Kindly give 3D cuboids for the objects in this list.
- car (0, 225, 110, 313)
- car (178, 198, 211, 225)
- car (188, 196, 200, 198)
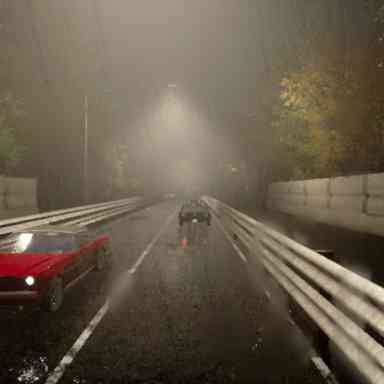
[{"bbox_3d":[-3.332,1.484,7.516,1.895,1.301,4.718,0,1,0],"label":"car"},{"bbox_3d":[0.159,1.311,21.128,1.895,1.301,4.718,0,1,0],"label":"car"},{"bbox_3d":[0.219,1.152,39.965,1.895,1.301,4.718,0,0,0],"label":"car"}]
